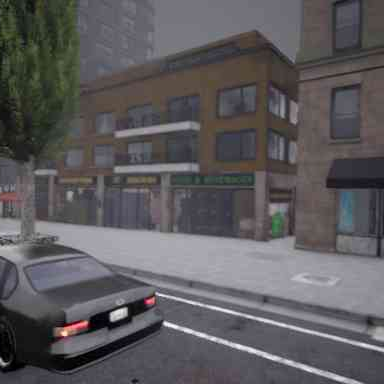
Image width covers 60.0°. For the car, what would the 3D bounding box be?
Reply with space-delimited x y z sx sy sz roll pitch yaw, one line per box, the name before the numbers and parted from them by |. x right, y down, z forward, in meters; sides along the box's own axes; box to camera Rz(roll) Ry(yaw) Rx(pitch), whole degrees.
car | -2.946 1.614 5.750 5.357 1.411 2.033 0 -1 37
